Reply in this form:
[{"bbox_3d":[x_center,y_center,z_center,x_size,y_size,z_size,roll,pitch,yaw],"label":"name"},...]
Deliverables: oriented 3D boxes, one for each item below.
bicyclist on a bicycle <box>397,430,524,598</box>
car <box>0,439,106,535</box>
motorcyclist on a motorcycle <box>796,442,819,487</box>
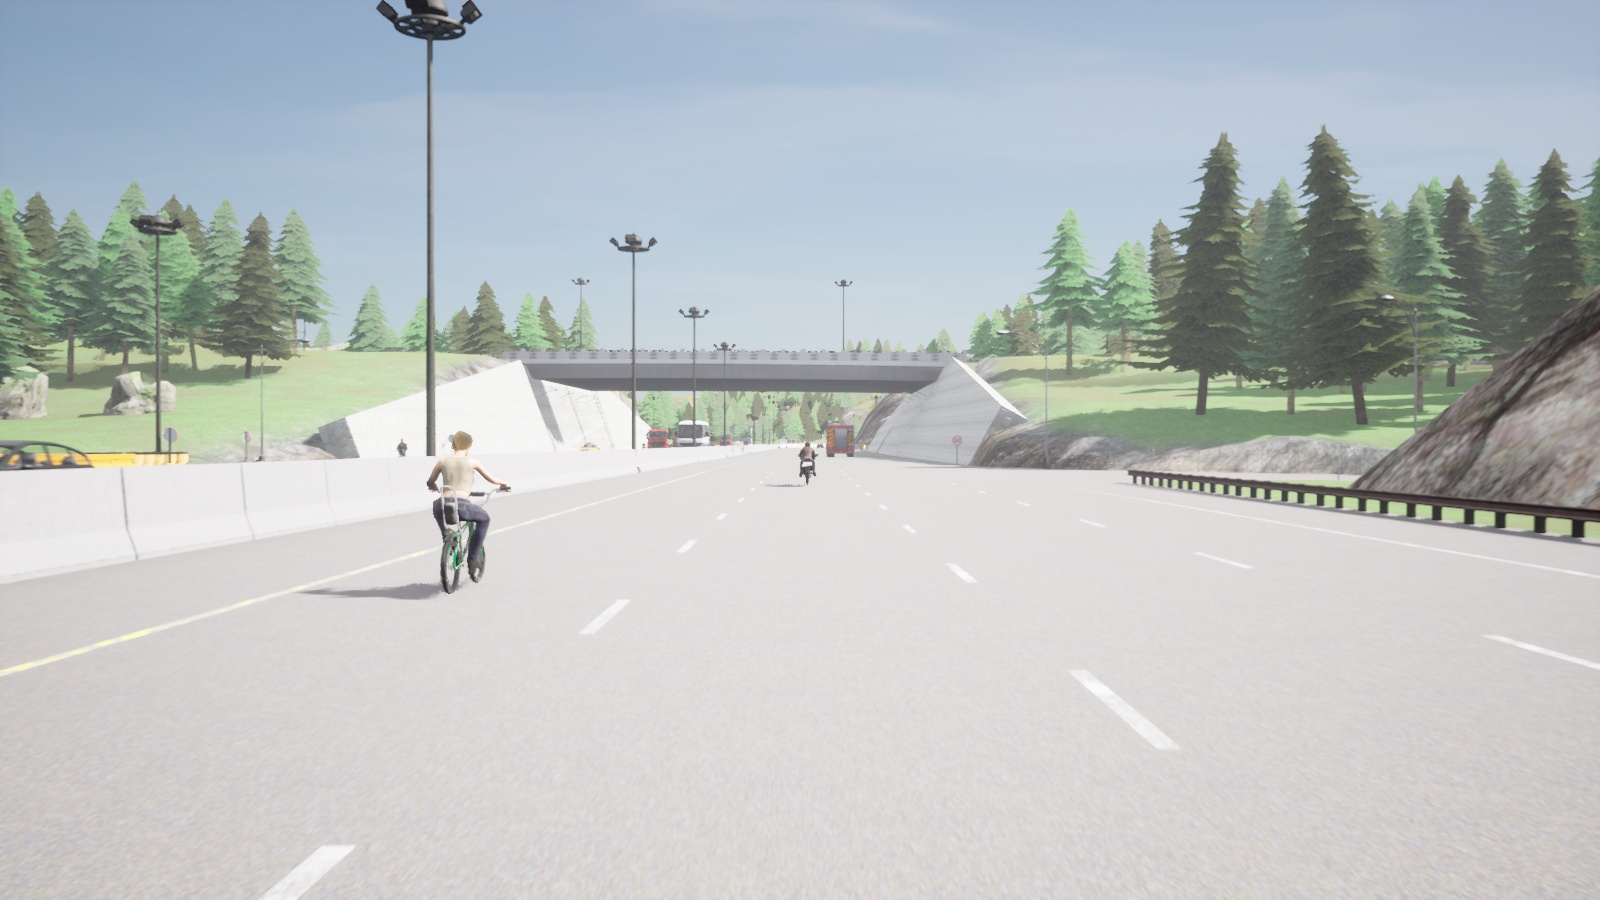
[{"bbox_3d":[-3.417,0.608,12.771,0.866,1.612,1.509,0,0,1],"label":"bicyclist on a bicycle"},{"bbox_3d":[-13.862,0.591,21.595,1.789,1.549,3.705,0,0,0],"label":"car"},{"bbox_3d":[0.265,0.481,43.947,0.797,1.523,2.044,0,0,0],"label":"motorcyclist on a motorcycle"}]
